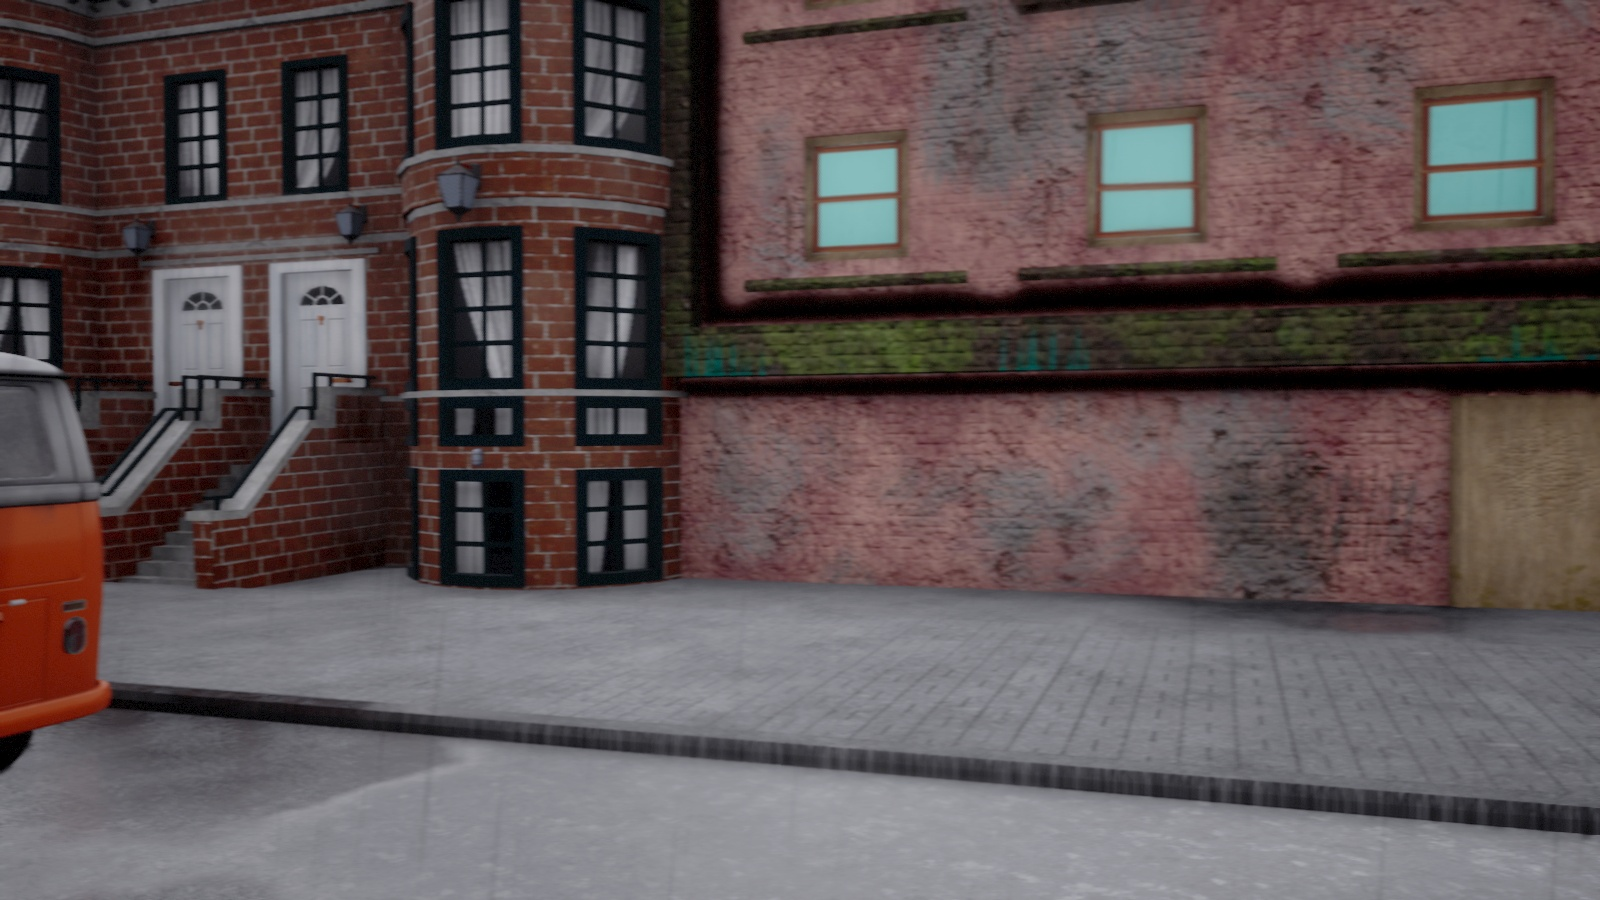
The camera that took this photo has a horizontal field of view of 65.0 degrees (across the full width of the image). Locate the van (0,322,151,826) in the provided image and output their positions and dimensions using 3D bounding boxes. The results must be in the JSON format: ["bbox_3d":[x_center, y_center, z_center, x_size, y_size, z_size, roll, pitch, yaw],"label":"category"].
[{"bbox_3d":[-5.303,0.473,5.497,4.442,1.987,1.775,1,1,19],"label":"van"}]
